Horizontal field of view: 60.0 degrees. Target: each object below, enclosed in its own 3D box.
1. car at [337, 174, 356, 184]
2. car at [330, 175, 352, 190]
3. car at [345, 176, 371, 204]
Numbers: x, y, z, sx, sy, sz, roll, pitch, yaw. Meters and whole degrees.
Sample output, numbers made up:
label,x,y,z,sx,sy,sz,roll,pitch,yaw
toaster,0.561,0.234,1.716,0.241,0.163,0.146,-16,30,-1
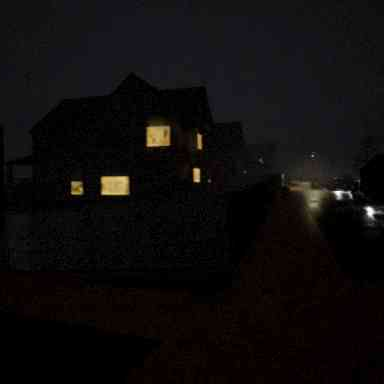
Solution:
label,x,y,z,sx,sy,sz,roll,pitch,yaw
car,23.657,-2.034,51.167,1.895,1.301,4.718,0,3,16
car,15.418,-0.937,34.141,1.994,1.385,4.181,0,4,17
car,11.450,-0.102,21.190,2.033,1.411,5.357,0,4,17
